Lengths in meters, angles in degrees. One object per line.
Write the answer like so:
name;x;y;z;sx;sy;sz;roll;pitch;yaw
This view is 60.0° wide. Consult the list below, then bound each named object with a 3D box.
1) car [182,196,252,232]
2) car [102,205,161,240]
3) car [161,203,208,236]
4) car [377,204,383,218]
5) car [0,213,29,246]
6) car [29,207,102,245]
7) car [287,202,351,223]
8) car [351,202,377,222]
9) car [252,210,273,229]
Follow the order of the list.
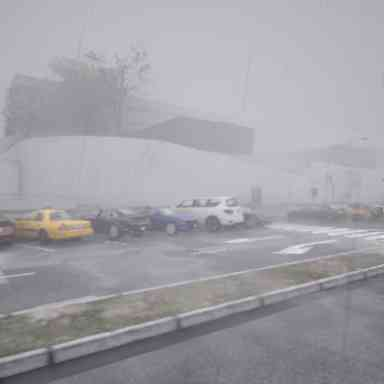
car;0.516;1.303;20.696;5.566;2.045;2.435;-1;-1;35
car;-4.319;1.508;17.225;4.892;1.521;2.231;-1;-1;35
car;-1.890;1.529;18.962;5.008;1.535;2.097;-1;-1;35
car;15.113;1.785;31.042;4.792;1.488;2.163;0;-1;35
car;-9.214;1.495;13.794;4.792;1.488;2.163;-1;-1;35
car;-6.909;1.483;15.610;5.366;1.575;1.946;-1;-1;35
car;10.275;1.719;27.574;4.674;1.452;2.002;-1;-1;35
car;12.860;1.711;29.200;5.366;1.575;1.946;0;-1;35
car;2.974;1.584;22.415;4.892;1.521;2.231;-1;-1;35
